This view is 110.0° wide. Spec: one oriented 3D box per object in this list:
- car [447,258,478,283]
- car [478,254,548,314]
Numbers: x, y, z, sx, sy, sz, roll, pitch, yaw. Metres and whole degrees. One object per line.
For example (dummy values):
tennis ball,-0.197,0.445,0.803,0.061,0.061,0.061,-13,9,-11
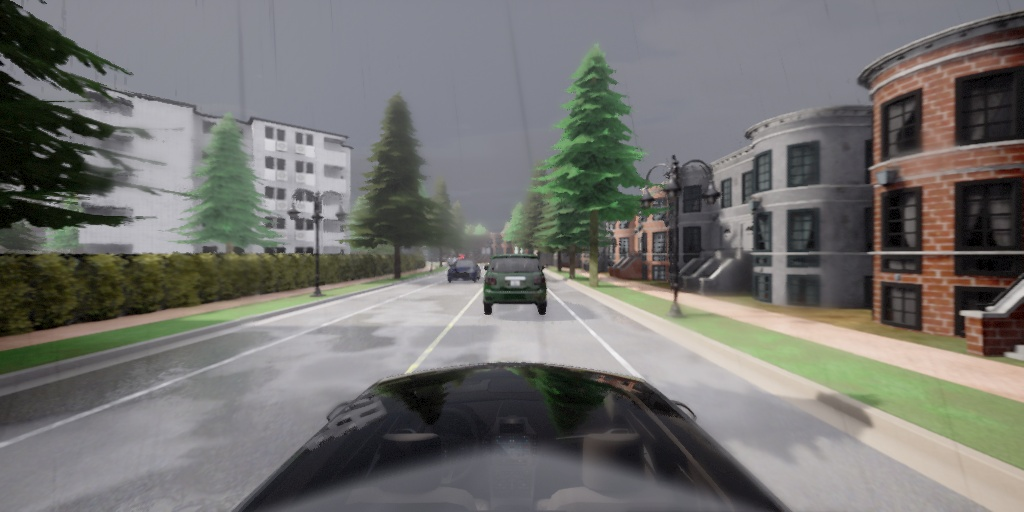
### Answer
car,-3.597,1.028,27.283,2.097,1.767,4.553,0,0,0
car,0.101,0.937,13.800,2.150,2.045,5.566,0,0,0
